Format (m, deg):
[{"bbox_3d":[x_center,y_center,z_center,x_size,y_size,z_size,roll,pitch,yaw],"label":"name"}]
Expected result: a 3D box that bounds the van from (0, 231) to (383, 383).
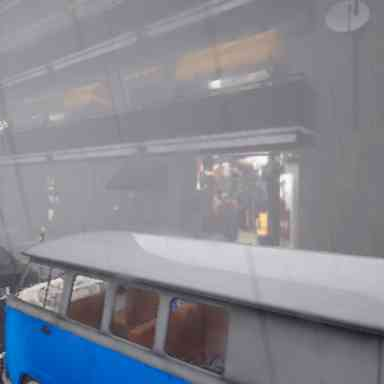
[{"bbox_3d":[-0.051,1.337,2.900,3.998,1.788,1.690,0,1,35],"label":"van"}]
